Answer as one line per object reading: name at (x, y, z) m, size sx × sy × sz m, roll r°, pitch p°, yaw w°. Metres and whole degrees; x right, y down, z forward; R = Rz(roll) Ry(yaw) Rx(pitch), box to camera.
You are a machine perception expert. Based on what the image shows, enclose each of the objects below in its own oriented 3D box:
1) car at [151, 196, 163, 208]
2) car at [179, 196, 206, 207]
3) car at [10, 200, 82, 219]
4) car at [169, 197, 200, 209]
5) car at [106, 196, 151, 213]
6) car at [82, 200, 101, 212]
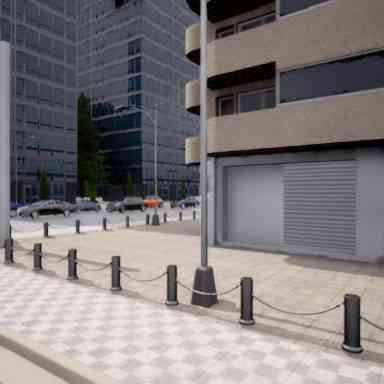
car at (-5.817, 1.281, 43.475) m, size 2.097 × 1.767 × 4.553 m, roll 0°, pitch 0°, yaw 36°
car at (0.081, 1.455, 51.609) m, size 1.812 × 1.442 × 4.674 m, roll 0°, pitch 0°, yaw 36°
car at (-12.387, 1.423, 28.395) m, size 2.128 × 1.511 × 4.902 m, roll 0°, pitch 0°, yaw 36°
car at (-0.976, 1.436, 44.198) m, size 1.837 × 1.490 × 4.892 m, roll 0°, pitch 0°, yaw 36°
car at (-7.047, 1.283, 35.798) m, size 2.097 × 1.767 × 4.553 m, roll 0°, pitch 0°, yaw 36°
car at (-11.721, 1.493, 35.292) m, size 1.994 × 1.385 × 4.181 m, roll 0°, pitch 0°, yaw 36°
